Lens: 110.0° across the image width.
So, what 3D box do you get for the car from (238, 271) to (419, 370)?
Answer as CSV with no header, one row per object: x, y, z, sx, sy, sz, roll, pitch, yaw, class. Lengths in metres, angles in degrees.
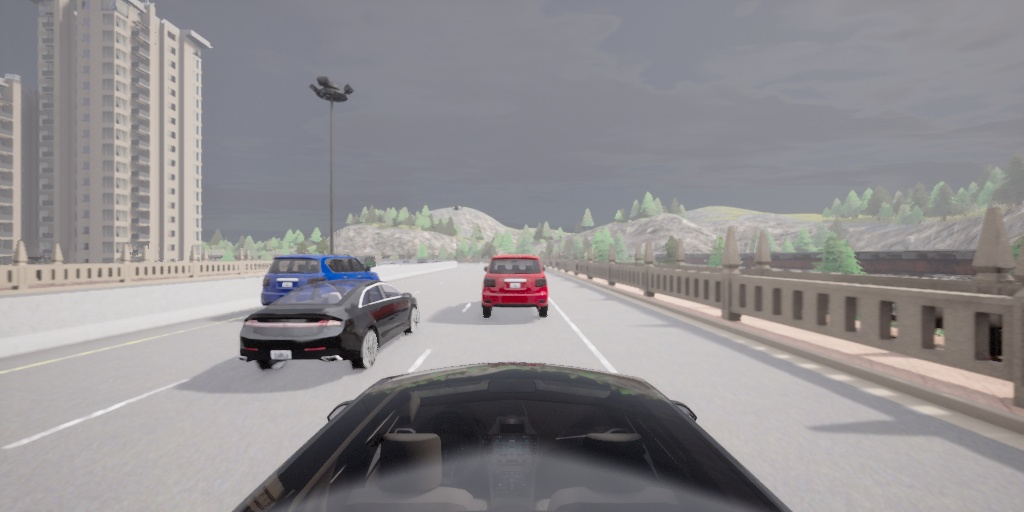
-3.402,1.243,7.706,2.128,1.511,4.902,0,0,0,car

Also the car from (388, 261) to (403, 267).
-14.102,1.321,40.132,1.812,1.442,4.674,0,0,0,car

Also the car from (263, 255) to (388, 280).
-6.904,0.976,13.691,2.150,2.045,5.566,0,0,0,car

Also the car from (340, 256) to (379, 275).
-17.600,1.023,41.699,2.150,2.045,5.566,0,0,0,car

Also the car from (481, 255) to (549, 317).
0.096,0.976,13.402,2.150,2.045,5.566,0,0,0,car
